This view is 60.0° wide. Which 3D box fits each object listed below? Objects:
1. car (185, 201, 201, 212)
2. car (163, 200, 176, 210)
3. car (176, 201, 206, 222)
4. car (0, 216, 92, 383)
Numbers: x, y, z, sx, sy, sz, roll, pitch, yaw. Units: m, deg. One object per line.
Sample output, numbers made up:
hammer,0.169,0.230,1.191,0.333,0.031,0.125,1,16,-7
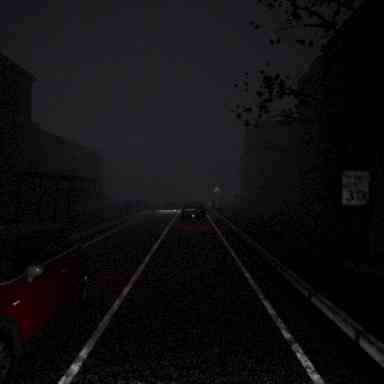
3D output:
car,0.098,1.819,42.909,1.895,1.301,4.718,0,-1,0
car,-3.003,1.820,47.501,1.994,1.385,4.181,0,0,0
car,0.100,1.500,26.100,2.128,1.511,4.902,0,-1,0
car,-3.101,1.351,4.920,2.097,1.767,4.553,0,0,0
